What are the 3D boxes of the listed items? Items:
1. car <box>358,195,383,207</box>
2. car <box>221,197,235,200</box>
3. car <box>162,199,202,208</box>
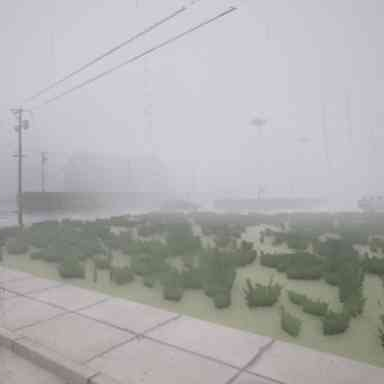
[{"bbox_3d":[21.081,1.310,37.077,4.605,1.855,1.932,0,0,35],"label":"car"},{"bbox_3d":[6.305,1.540,54.981,2.128,1.511,4.902,0,0,36],"label":"car"},{"bbox_3d":[-1.097,1.550,38.904,4.892,1.490,1.837,0,-2,15],"label":"car"}]
